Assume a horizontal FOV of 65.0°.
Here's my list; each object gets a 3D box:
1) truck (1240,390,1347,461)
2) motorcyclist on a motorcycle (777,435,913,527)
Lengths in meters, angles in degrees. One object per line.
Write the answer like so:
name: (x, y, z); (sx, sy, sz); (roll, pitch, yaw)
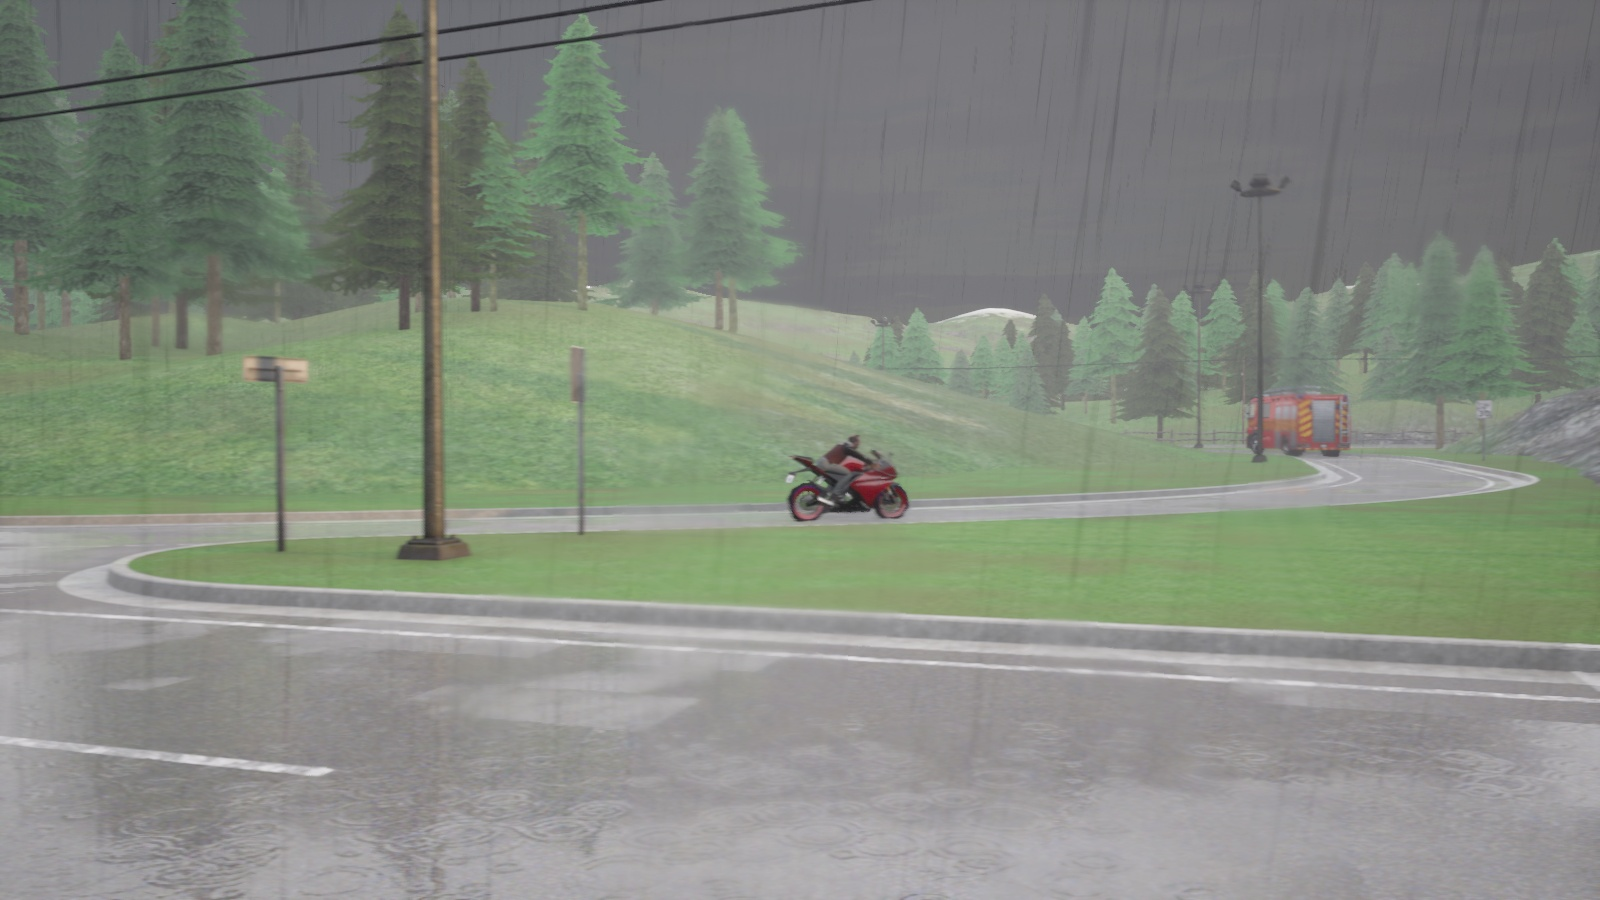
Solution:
truck: (27.864, -1.376, 71.359); (2.891, 3.827, 8.468); (0, 1, 1)
motorcyclist on a motorcycle: (0.776, 0.515, 21.830); (2.191, 1.530, 0.866); (0, 1, -18)
